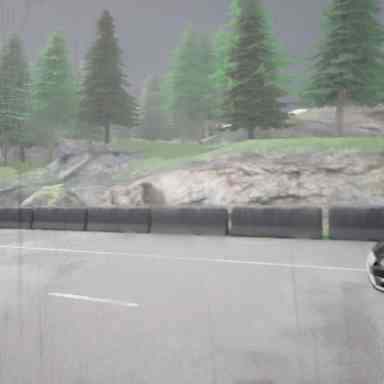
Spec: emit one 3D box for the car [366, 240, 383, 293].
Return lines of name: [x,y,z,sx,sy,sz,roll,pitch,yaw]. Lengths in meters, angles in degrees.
car: [5.498,1.083,5.192,4.902,1.511,2.128,-1,2,23]
